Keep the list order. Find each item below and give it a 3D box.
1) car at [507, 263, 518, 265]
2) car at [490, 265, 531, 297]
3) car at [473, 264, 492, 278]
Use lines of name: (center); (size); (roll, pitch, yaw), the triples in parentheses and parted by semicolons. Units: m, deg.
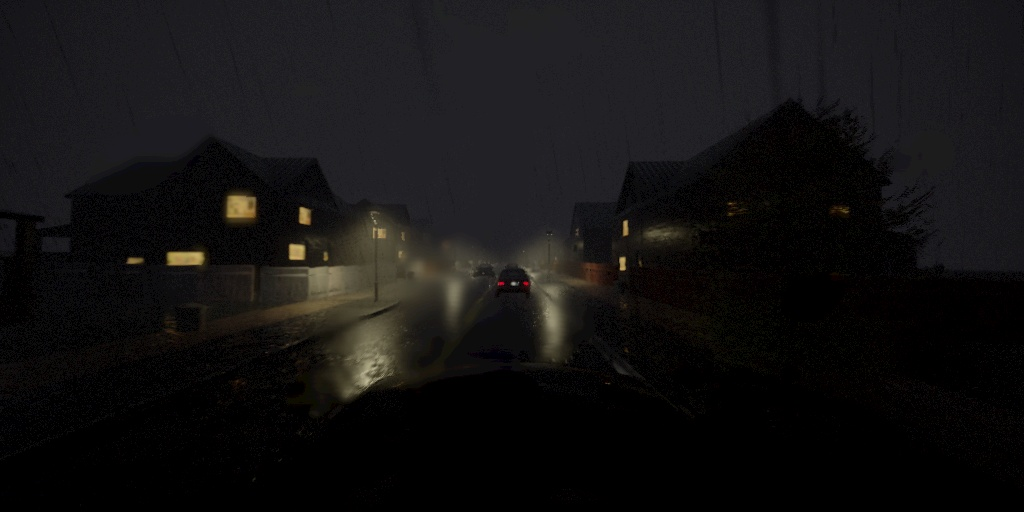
car: (0.068, 1.512, 40.365); (1.994, 1.385, 4.181); (0, 0, 0)
car: (0.082, 1.381, 19.658); (2.033, 1.411, 5.357); (0, 0, 0)
car: (-2.777, 1.494, 36.717); (1.994, 1.385, 4.181); (0, 0, 0)
